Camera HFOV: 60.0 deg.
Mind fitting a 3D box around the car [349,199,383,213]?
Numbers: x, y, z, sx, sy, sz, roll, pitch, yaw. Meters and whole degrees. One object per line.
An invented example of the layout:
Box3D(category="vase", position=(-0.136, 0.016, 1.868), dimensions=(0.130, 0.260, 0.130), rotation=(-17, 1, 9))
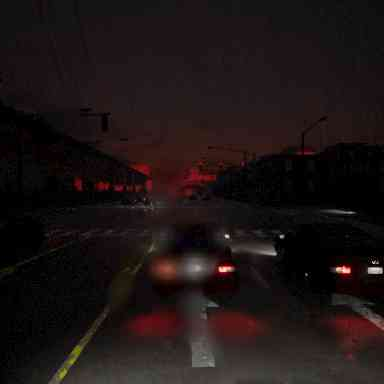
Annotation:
Box3D(category="car", position=(20.050, 1.564, 36.375), dimensions=(4.181, 1.385, 1.994), rotation=(0, 0, 0))

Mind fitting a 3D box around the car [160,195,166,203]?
Box3D(category="car", position=(-6.861, 1.601, 66.340), dimensions=(1.895, 1.301, 4.718), rotation=(0, 0, 1))

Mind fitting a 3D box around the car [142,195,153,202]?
Box3D(category="car", position=(-10.310, 1.478, 76.821), dimensions=(1.882, 1.535, 5.008), rotation=(0, 0, 0))

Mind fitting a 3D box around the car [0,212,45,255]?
Box3D(category="car", position=(-6.975, 1.491, 11.708), dimensions=(2.128, 1.511, 4.902), rotation=(0, 0, 1))

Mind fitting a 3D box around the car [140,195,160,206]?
Box3D(category="car", position=(-6.941, 1.601, 55.435), dimensions=(1.895, 1.301, 4.718), rotation=(0, 0, 0))

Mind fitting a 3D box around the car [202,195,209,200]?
Box3D(category="car", position=(3.733, 1.524, 94.009), dimensions=(1.812, 1.442, 4.674), rotation=(0, 0, 0))

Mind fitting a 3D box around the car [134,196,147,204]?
Box3D(category="car", position=(-10.354, 1.505, 66.653), dimensions=(1.837, 1.490, 4.892), rotation=(0, 0, 1))

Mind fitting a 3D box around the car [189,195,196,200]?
Box3D(category="car", position=(0.232, 1.500, 93.755), dimensions=(1.837, 1.490, 4.892), rotation=(0, 0, 0))

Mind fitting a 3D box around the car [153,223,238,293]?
Box3D(category="car", position=(0.091, 1.547, 8.962), dimensions=(2.033, 1.411, 5.357), rotation=(0, 0, 0))

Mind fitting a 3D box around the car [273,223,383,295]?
Box3D(category="car", position=(3.582, 1.547, 8.854), dimensions=(2.033, 1.411, 5.357), rotation=(0, 0, 2))

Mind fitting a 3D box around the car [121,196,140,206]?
Box3D(category="car", position=(-10.443, 1.477, 55.204), dimensions=(1.882, 1.535, 5.008), rotation=(0, 0, 0))

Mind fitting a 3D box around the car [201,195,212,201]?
Box3D(category="car", position=(3.701, 1.552, 81.014), dimensions=(1.994, 1.385, 4.181), rotation=(0, 0, 0))

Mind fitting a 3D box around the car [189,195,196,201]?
Box3D(category="car", position=(0.207, 1.540, 83.246), dimensions=(2.033, 1.411, 5.357), rotation=(0, 0, 0))

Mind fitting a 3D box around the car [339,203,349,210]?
Box3D(category="car", position=(20.634, 1.547, 39.879), dimensions=(5.357, 1.411, 2.033), rotation=(0, 0, 0))
